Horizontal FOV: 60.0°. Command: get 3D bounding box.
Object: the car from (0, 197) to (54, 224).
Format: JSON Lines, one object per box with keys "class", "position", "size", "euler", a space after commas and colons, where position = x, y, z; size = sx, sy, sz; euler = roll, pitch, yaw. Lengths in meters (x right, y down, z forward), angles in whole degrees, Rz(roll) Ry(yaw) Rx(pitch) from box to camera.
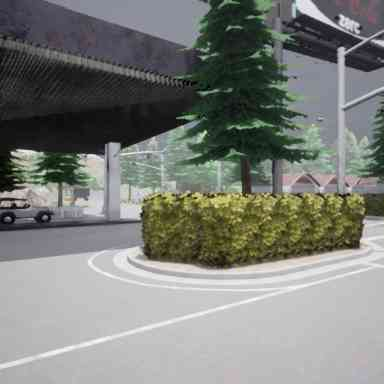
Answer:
{"class": "car", "position": [-11.963, 1.312, 23.490], "size": [3.866, 1.878, 1.905], "euler": [0, 0, -36]}
